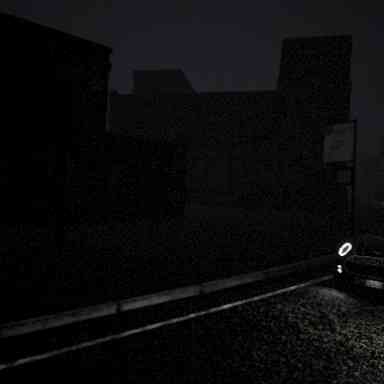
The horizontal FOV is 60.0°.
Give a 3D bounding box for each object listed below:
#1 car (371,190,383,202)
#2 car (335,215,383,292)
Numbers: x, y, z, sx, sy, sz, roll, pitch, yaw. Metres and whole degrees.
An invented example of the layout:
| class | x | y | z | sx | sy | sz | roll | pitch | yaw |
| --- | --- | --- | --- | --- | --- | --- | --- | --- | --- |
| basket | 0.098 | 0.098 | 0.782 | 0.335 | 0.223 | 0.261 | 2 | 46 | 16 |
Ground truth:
| class | x | y | z | sx | sy | sz | roll | pitch | yaw |
| --- | --- | --- | --- | --- | --- | --- | --- | --- | --- |
| car | 25.558 | 0.499 | 44.068 | 1.837 | 1.490 | 4.892 | 3 | 3 | 4 |
| car | 5.550 | 1.338 | 8.415 | 4.553 | 1.767 | 2.097 | 0 | 0 | -40 |
